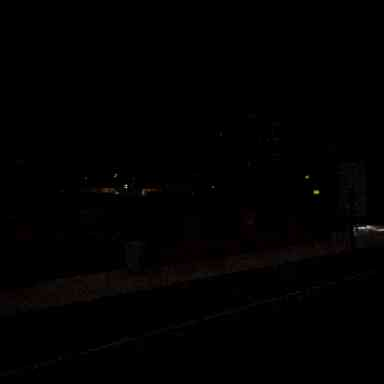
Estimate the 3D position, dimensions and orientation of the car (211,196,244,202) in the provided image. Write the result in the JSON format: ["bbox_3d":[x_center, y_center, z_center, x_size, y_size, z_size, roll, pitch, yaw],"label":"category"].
[{"bbox_3d":[3.283,1.102,29.386,1.837,1.490,4.892,-2,2,-35],"label":"car"}]

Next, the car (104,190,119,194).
[{"bbox_3d":[-14.877,0.324,60.866,2.128,1.511,4.902,-2,2,-35],"label":"car"}]

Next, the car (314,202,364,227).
[{"bbox_3d":[8.784,1.355,21.556,1.994,1.385,4.181,-2,2,-37],"label":"car"}]

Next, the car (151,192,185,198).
[{"bbox_3d":[-2.366,0.751,37.571,2.097,1.767,4.553,-2,2,-34],"label":"car"}]

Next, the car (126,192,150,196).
[{"bbox_3d":[-8.005,0.730,45.810,1.812,1.442,4.674,-2,2,-34],"label":"car"}]
